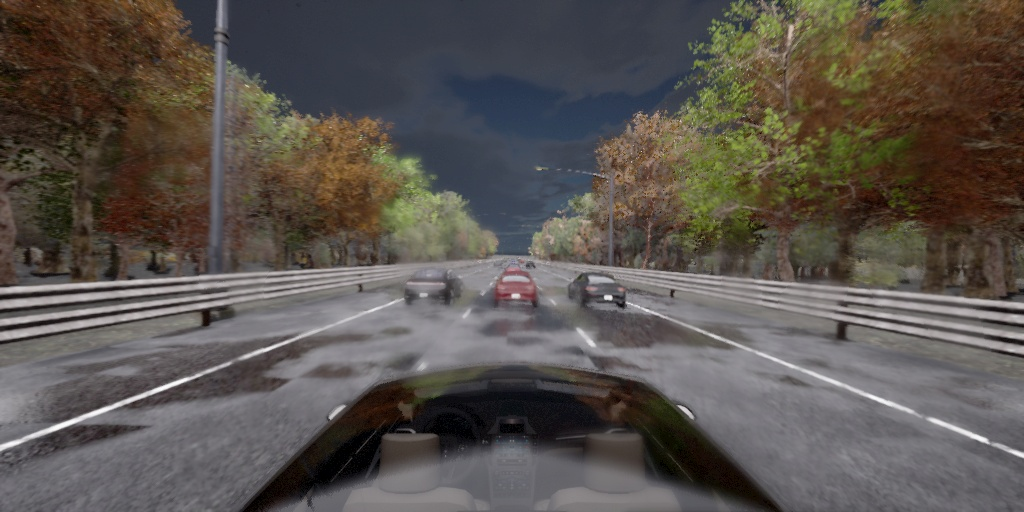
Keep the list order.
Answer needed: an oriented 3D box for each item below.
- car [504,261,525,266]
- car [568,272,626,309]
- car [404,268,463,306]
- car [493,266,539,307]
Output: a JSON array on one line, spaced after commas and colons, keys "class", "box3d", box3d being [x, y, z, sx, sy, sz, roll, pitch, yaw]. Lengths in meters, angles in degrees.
[{"class": "car", "box3d": [0.219, 1.587, 42.983, 1.994, 1.385, 4.181, 1, 0, 0]}, {"class": "car", "box3d": [3.666, 1.432, 15.935, 1.812, 1.442, 4.674, 1, 0, 0]}, {"class": "car", "box3d": [-3.331, 1.283, 15.958, 2.128, 1.511, 4.902, 1, 0, 0]}, {"class": "car", "box3d": [0.168, 1.375, 15.943, 1.812, 1.442, 4.674, 1, 0, 0]}]
